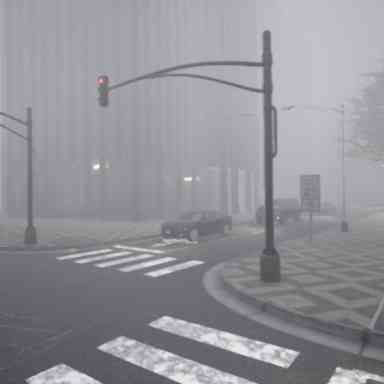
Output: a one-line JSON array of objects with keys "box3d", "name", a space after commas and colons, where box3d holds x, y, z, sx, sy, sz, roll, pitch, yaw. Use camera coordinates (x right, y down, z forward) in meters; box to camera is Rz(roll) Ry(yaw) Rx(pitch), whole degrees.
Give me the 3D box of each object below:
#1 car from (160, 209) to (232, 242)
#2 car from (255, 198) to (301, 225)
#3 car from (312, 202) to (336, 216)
[{"box3d": [0.330, 1.705, 18.126, 1.882, 1.535, 5.008, -1, -1, 37], "name": "car"}, {"box3d": [7.201, 1.525, 27.477, 2.150, 2.045, 5.566, -1, -1, 36], "name": "car"}, {"box3d": [15.168, 1.912, 38.280, 1.837, 1.490, 4.892, -1, -1, 37], "name": "car"}]
